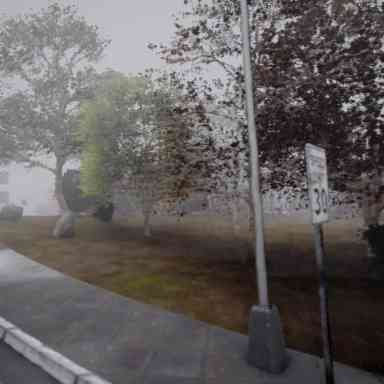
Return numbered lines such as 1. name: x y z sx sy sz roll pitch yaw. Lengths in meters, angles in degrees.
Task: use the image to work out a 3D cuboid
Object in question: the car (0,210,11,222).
1. car: -24.410 2.978 40.802 1.812 1.442 4.674 -3 -5 1
